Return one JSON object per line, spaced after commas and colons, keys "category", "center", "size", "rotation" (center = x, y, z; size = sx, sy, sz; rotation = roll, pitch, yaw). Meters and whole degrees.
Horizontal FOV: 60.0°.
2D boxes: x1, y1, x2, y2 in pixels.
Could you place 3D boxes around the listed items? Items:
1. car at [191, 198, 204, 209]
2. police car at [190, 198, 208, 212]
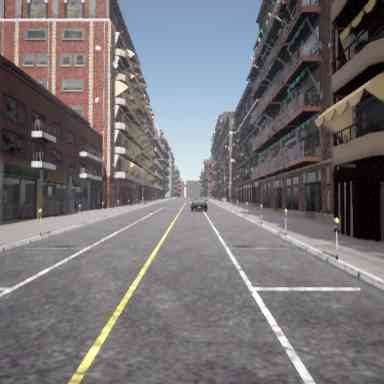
{"category": "car", "center": [0.824, 1.639, 49.540], "size": [1.837, 1.490, 4.892], "rotation": [0, 0, 0]}
{"category": "police car", "center": [0.825, 1.491, 39.645], "size": [1.930, 1.638, 5.238], "rotation": [0, 0, 0]}
